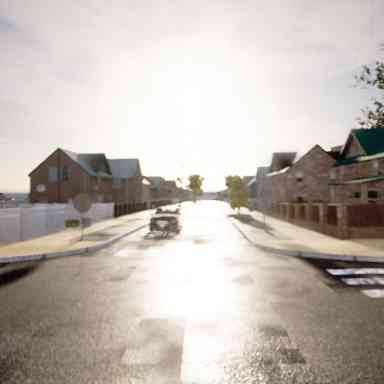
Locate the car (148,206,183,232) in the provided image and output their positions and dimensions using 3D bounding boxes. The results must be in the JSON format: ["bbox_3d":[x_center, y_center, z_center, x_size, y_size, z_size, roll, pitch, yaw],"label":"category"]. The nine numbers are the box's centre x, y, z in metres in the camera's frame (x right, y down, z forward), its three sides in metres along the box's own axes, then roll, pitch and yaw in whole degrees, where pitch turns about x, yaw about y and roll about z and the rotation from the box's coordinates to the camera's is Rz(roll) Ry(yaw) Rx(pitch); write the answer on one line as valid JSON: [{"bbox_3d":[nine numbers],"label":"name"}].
[{"bbox_3d":[-1.630,1.717,21.851,2.128,1.511,4.902,0,-1,3],"label":"car"}]
